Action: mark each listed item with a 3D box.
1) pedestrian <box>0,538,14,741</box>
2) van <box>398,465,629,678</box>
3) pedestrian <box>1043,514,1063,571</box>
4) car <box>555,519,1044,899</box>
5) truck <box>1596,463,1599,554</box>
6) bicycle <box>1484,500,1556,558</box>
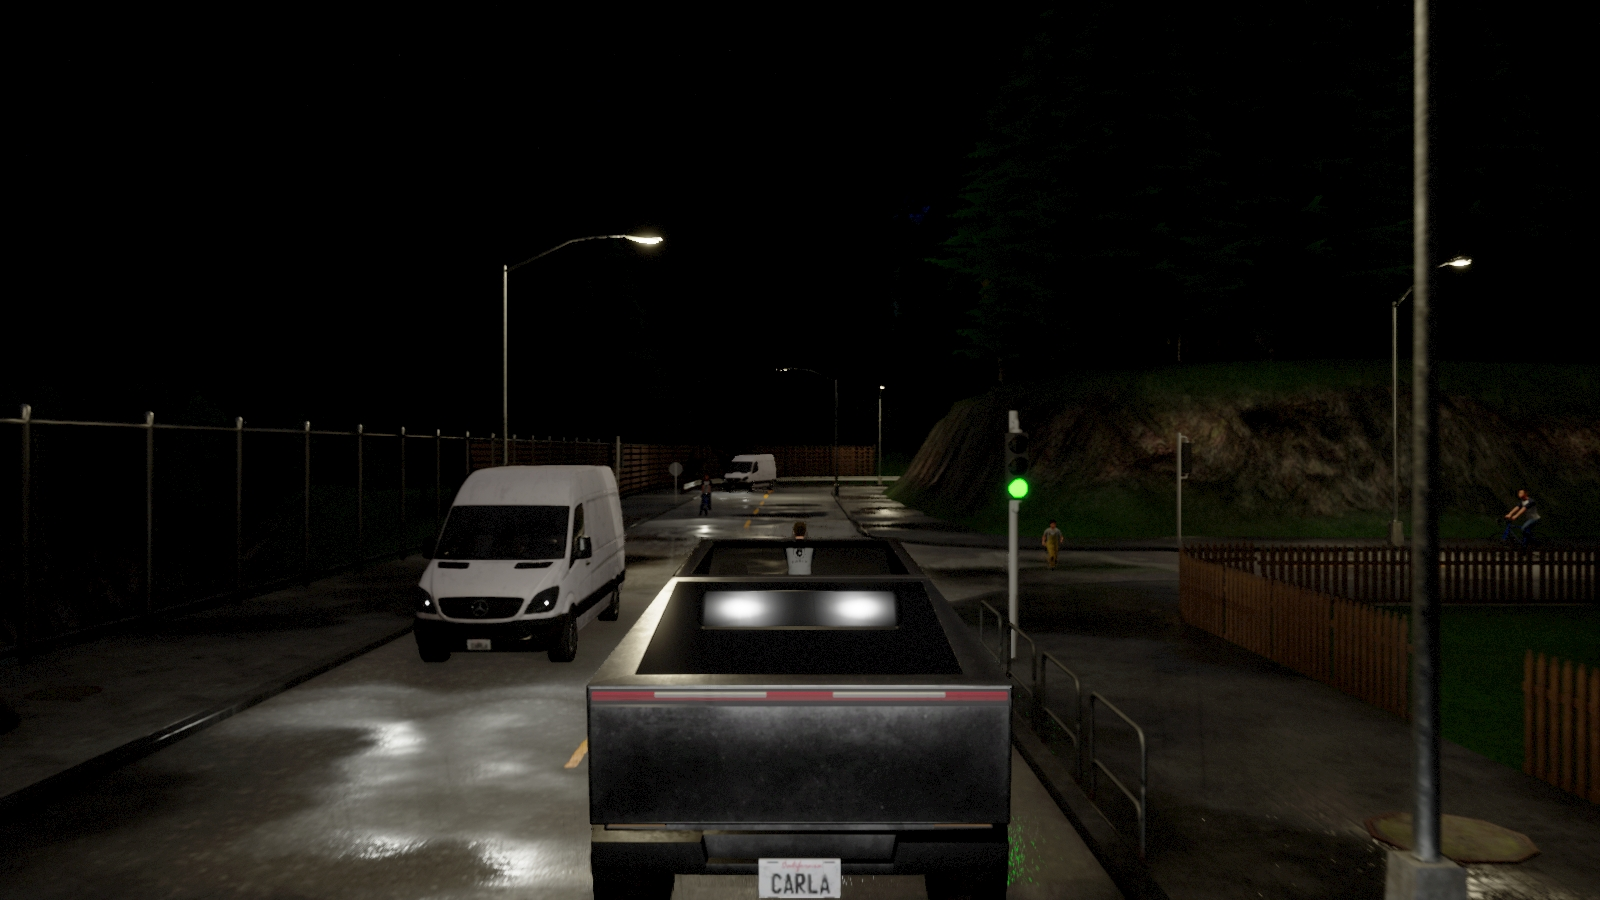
[{"bbox_3d":[-7.573,1.753,10.548,0.375,1.860,0.375,0,0,19],"label":"pedestrian"},{"bbox_3d":[-4.000,1.547,17.152,1.988,2.561,5.915,0,0,0],"label":"van"},{"bbox_3d":[5.883,2.148,26.596,0.375,1.300,0.375,0,0,0],"label":"pedestrian"},{"bbox_3d":[-0.002,1.761,8.724,2.390,2.098,6.274,0,0,0],"label":"car"},{"bbox_3d":[24.423,1.590,30.024,5.204,2.467,2.627,0,0,0],"label":"truck"},{"bbox_3d":[18.913,2.078,30.024,1.643,1.496,0.373,0,0,0],"label":"bicycle"}]
